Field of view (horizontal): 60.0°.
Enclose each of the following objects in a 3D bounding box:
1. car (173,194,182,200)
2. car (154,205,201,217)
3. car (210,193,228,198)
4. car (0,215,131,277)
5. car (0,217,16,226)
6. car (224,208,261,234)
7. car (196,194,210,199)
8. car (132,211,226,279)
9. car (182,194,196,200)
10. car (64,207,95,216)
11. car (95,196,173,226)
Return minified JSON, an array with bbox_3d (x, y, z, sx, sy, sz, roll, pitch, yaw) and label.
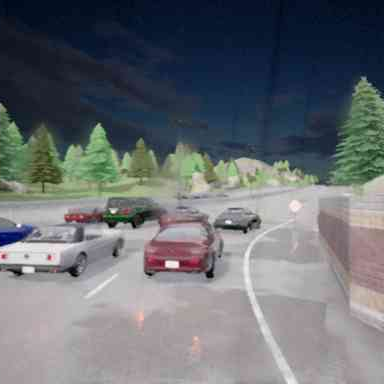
[{"bbox_3d":[-2.993,1.205,79.633,2.128,1.511,4.902,0,1,26],"label":"car"},{"bbox_3d":[-0.378,1.647,21.520,1.994,1.385,4.181,0,0,24],"label":"car"},{"bbox_3d":[6.435,0.988,75.013,2.097,1.767,4.553,0,1,26],"label":"car"},{"bbox_3d":[-3.633,1.605,10.231,1.895,1.301,4.718,0,0,8],"label":"car"},{"bbox_3d":[-7.028,1.489,11.056,1.882,1.535,5.008,0,0,9],"label":"car"},{"bbox_3d":[2.846,1.633,20.153,1.994,1.385,4.181,0,0,24],"label":"car"},{"bbox_3d":[3.285,1.149,76.536,1.837,1.490,4.892,0,1,26],"label":"car"},{"bbox_3d":[-0.112,1.527,10.018,1.812,1.442,4.674,0,0,9],"label":"car"},{"bbox_3d":[0.146,1.189,78.085,1.812,1.442,4.674,0,1,26],"label":"car"},{"bbox_3d":[-6.884,1.711,24.142,1.895,1.301,4.718,0,0,24],"label":"car"},{"bbox_3d":[-3.713,1.313,22.668,2.150,2.045,5.566,0,0,24],"label":"car"}]
